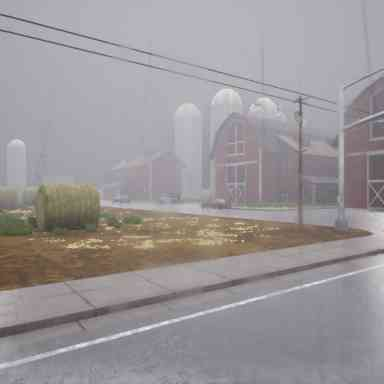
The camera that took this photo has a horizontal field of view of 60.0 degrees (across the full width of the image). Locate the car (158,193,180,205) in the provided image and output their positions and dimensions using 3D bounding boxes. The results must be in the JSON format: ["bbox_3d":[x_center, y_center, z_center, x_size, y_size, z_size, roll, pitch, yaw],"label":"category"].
[{"bbox_3d":[-3.967,1.118,57.661,3.866,1.878,1.905,-2,5,11],"label":"car"}]

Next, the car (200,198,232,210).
[{"bbox_3d":[2.972,1.499,41.465,1.812,1.442,4.674,0,0,-36],"label":"car"}]

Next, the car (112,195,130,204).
[{"bbox_3d":[-13.738,1.325,64.023,2.097,1.767,4.553,0,0,-37],"label":"car"}]
